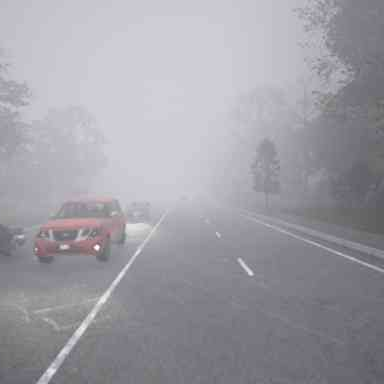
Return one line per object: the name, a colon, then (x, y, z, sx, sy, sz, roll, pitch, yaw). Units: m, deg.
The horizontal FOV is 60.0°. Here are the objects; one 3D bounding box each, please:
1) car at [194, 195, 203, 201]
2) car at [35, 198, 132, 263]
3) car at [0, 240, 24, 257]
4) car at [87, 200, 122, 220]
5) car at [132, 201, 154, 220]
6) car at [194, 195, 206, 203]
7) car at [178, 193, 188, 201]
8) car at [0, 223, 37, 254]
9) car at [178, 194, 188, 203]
car: (1.391, 1.276, 75.300, 1.895, 1.301, 4.718, -1, 0, -2)
car: (-3.911, 1.272, 12.688, 2.150, 2.045, 5.566, -1, 0, -2)
car: (-3.612, 1.568, 2.634, 2.128, 1.511, 4.902, -1, 0, -2)
car: (-7.875, 1.569, 30.466, 1.882, 1.535, 5.008, -1, 0, -1)
car: (-4.313, 1.507, 27.763, 2.128, 1.511, 4.902, -1, 0, -1)
car: (1.681, 1.285, 65.265, 1.812, 1.442, 4.674, -1, 0, -2)
car: (-2.111, 1.129, 75.142, 2.097, 1.767, 4.553, -1, 0, -2)
car: (-7.346, 1.687, 10.755, 2.033, 1.411, 5.357, -1, 0, -2)
car: (-1.806, 1.321, 64.753, 1.882, 1.535, 5.008, -1, 0, -2)
